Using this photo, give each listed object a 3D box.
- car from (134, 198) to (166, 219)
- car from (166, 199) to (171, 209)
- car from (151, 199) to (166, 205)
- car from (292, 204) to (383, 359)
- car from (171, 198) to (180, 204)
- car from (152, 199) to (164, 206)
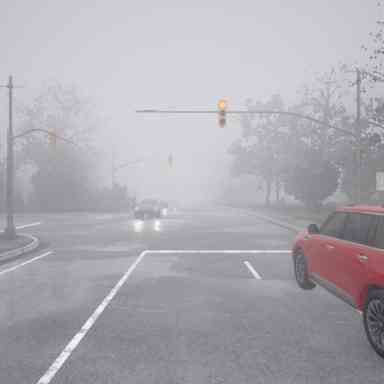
[{"bbox_3d":[-3.713,1.351,29.036,2.097,1.767,4.553,0,0,-1],"label":"car"},{"bbox_3d":[-4.371,1.683,47.050,1.994,1.385,4.181,0,-1,-5],"label":"car"},{"bbox_3d":[-8.353,2.404,83.038,2.033,1.411,5.357,0,-1,-25],"label":"car"},{"bbox_3d":[3.590,1.221,6.053,2.150,2.045,5.566,0,0,0],"label":"car"},{"bbox_3d":[-4.644,2.315,83.176,1.882,1.535,5.008,0,-1,-22],"label":"car"},{"bbox_3d":[-6.782,2.087,65.622,1.895,1.301,4.718,0,-1,-11],"label":"car"}]
